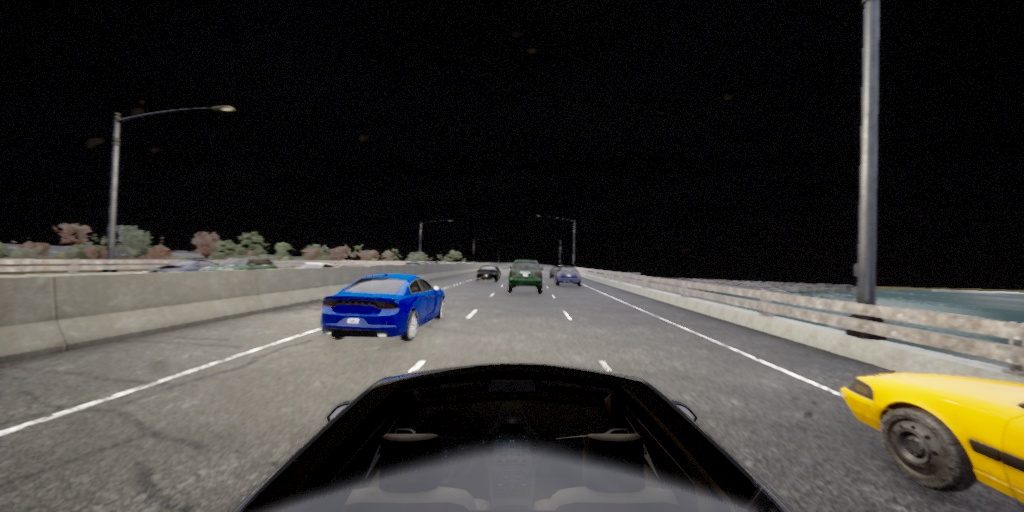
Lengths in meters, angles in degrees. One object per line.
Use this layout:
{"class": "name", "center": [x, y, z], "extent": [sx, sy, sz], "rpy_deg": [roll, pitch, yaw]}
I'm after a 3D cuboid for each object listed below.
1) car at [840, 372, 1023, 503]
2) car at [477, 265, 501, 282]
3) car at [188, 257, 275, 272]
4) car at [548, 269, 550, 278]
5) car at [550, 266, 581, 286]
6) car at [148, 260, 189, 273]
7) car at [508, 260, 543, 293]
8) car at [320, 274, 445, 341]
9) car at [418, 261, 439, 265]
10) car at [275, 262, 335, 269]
{"class": "car", "center": [4.602, 1.355, 1.757], "extent": [1.801, 1.575, 5.366], "rpy_deg": [2, -1, 2]}
{"class": "car", "center": [-2.094, 1.581, 33.576], "extent": [1.882, 1.535, 5.008], "rpy_deg": [2, -1, 3]}
{"class": "car", "center": [-16.862, 0.827, 22.362], "extent": [2.097, 1.767, 4.553], "rpy_deg": [2, -1, 3]}
{"class": "car", "center": [5.432, 1.990, 43.274], "extent": [1.837, 1.490, 4.892], "rpy_deg": [2, 0, 4]}
{"class": "car", "center": [4.798, 1.651, 31.628], "extent": [2.097, 1.767, 4.553], "rpy_deg": [2, -1, 3]}
{"class": "car", "center": [-20.350, 0.932, 22.783], "extent": [1.994, 1.385, 4.181], "rpy_deg": [2, -1, 3]}
{"class": "car", "center": [0.942, 1.299, 24.427], "extent": [2.150, 2.045, 5.566], "rpy_deg": [2, -1, 3]}
{"class": "car", "center": [-3.208, 1.230, 9.942], "extent": [1.882, 1.535, 5.008], "rpy_deg": [2, -1, 2]}
{"class": "car", "center": [-14.340, 1.645, 63.803], "extent": [2.128, 1.511, 4.902], "rpy_deg": [2, -1, 4]}
{"class": "car", "center": [-13.280, 1.141, 24.161], "extent": [1.812, 1.442, 4.674], "rpy_deg": [2, -1, 3]}
